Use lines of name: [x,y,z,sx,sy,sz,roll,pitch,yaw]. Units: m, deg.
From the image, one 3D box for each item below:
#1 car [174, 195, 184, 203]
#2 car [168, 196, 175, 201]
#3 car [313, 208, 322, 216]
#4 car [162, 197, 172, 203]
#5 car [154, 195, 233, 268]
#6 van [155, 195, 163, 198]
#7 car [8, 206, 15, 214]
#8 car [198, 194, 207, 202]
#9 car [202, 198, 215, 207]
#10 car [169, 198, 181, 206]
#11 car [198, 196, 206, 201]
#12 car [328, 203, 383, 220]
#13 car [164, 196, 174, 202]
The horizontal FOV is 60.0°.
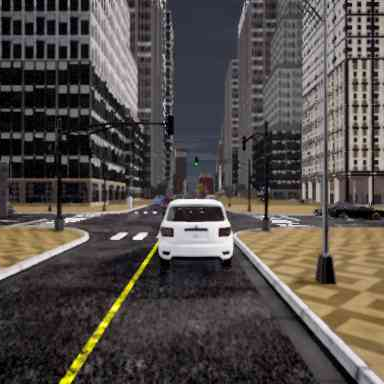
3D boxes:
car: [-3.022,1.545,75.956,2.097,1.767,4.553,0,0,0]
car: [-5.645,1.817,93.020,1.802,1.307,4.206,0,0,0]
car: [14.844,1.775,32.878,5.357,1.411,2.033,0,0,-1]
car: [-5.708,1.761,76.402,1.947,1.339,4.313,0,0,0]
car: [0.096,1.253,11.574,2.150,2.045,5.566,0,0,0]
van: [-5.769,1.495,59.785,1.690,1.788,3.998,0,0,0]
car: [-18.564,1.500,29.115,5.357,1.411,2.033,0,0,-4]
car: [2.715,1.537,87.451,2.192,1.841,5.009,0,0,0]
car: [2.613,1.684,54.217,1.887,1.381,4.507,0,0,0]
car: [-3.118,1.757,60.867,1.895,1.301,4.718,0,0,1]
car: [2.735,1.801,92.990,1.947,1.339,4.313,0,0,0]
car: [14.567,1.803,29.622,4.718,1.301,1.895,0,0,-1]
car: [-5.687,1.759,81.941,2.008,1.369,4.403,0,0,0]
